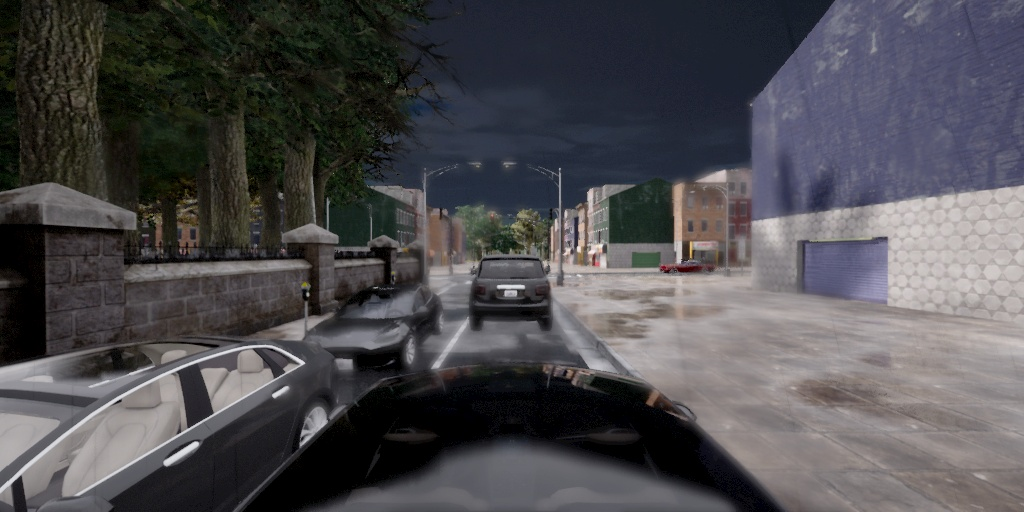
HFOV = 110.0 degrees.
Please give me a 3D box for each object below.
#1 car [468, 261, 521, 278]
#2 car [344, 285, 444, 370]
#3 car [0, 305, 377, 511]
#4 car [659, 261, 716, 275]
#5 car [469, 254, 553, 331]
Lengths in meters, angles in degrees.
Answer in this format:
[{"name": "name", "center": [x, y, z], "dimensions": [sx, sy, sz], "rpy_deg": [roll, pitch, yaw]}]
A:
[{"name": "car", "center": [-1.635, 1.293, 34.354], "dimensions": [4.892, 1.490, 1.837], "rpy_deg": [0, 0, 0]}, {"name": "car", "center": [-2.634, 1.315, 7.761], "dimensions": [1.948, 1.339, 4.313], "rpy_deg": [0, 0, 0]}, {"name": "car", "center": [-2.641, 1.300, 2.073], "dimensions": [2.007, 1.370, 4.403], "rpy_deg": [0, 0, 0]}, {"name": "car", "center": [16.681, 1.105, 34.326], "dimensions": [4.718, 1.301, 1.895], "rpy_deg": [-1, 1, 0]}, {"name": "car", "center": [-0.011, 0.972, 11.065], "dimensions": [2.150, 2.045, 5.566], "rpy_deg": [0, 0, 0]}]
